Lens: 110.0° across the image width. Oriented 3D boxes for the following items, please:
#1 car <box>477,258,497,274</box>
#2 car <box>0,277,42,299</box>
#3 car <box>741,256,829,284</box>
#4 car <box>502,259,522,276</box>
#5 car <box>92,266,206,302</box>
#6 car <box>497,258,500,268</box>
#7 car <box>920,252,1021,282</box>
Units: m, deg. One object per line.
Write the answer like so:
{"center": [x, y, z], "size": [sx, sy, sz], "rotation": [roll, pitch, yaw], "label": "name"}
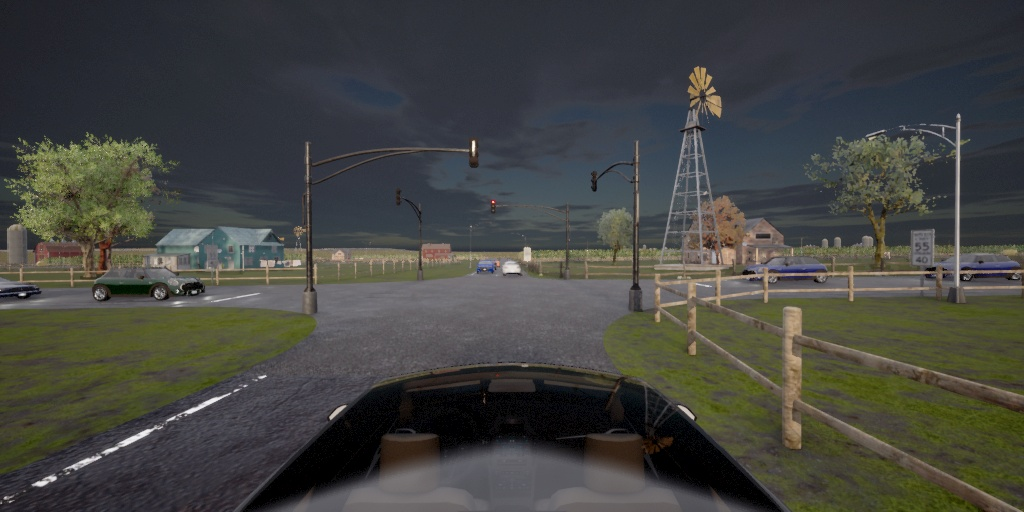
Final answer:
{"center": [-3.045, 1.223, 41.958], "size": [1.882, 1.535, 5.008], "rotation": [0, 0, -1], "label": "car"}
{"center": [-28.693, 1.697, 19.043], "size": [5.357, 1.411, 2.033], "rotation": [-1, 1, 0], "label": "car"}
{"center": [17.322, 0.809, 22.952], "size": [4.553, 1.767, 2.097], "rotation": [-1, 1, 0], "label": "car"}
{"center": [-0.037, 1.270, 37.524], "size": [1.812, 1.442, 4.674], "rotation": [0, 0, -2], "label": "car"}
{"center": [-19.175, 1.372, 19.086], "size": [4.553, 1.767, 2.097], "rotation": [-1, 1, 0], "label": "car"}
{"center": [-3.115, 1.293, 51.862], "size": [2.033, 1.411, 5.357], "rotation": [0, 0, -1], "label": "car"}
{"center": [29.271, 0.651, 23.004], "size": [4.553, 1.767, 2.097], "rotation": [-1, 1, 0], "label": "car"}
